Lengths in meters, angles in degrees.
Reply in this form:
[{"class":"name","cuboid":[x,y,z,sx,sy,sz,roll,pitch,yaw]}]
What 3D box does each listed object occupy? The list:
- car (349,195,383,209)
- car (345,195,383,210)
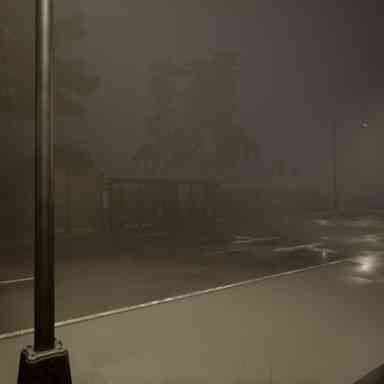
[{"class":"car","cuboid":[24.425,1.352,45.969,2.097,1.767,4.553,0,0,-36]},{"class":"car","cuboid":[22.383,1.477,42.807,1.882,1.535,5.008,0,0,-36]}]
